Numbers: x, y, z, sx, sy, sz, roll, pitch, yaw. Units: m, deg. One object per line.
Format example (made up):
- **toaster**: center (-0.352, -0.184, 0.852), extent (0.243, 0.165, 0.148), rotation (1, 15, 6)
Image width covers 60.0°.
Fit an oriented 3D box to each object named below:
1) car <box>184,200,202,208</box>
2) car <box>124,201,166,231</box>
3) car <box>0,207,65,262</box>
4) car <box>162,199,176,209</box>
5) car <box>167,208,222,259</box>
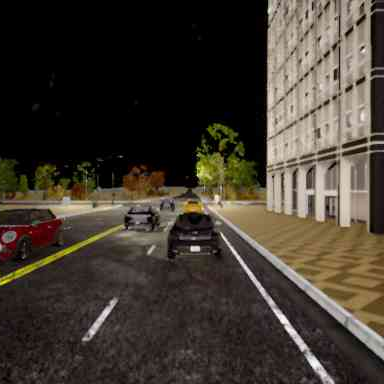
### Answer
- **car**: center (0.109, 1.640, 35.969), extent (1.882, 1.535, 5.008), rotation (0, 0, 0)
- **car**: center (-3.145, 1.595, 21.661), extent (2.128, 1.511, 4.902), rotation (0, 0, 0)
- **car**: center (-6.517, 1.412, 12.359), extent (2.097, 1.767, 4.553), rotation (0, 0, 0)
- **car**: center (-3.140, 1.682, 43.271), extent (2.128, 1.511, 4.902), rotation (0, 0, 0)
- **car**: center (0.103, 1.567, 12.919), extent (1.837, 1.490, 4.892), rotation (0, 0, 0)
